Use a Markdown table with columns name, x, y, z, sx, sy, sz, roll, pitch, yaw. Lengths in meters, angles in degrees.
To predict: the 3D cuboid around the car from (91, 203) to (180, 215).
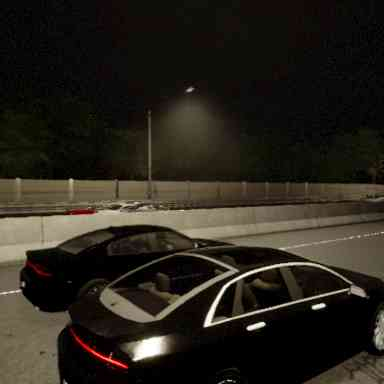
| name | x | y | z | sx | sy | sz | roll | pitch | yaw |
| --- | --- | --- | --- | --- | --- | --- | --- | --- | --- |
| car | -2.888 | 1.442 | 19.152 | 4.902 | 1.511 | 2.128 | 0 | 0 | -36 |

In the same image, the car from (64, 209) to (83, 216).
| name | x | y | z | sx | sy | sz | roll | pitch | yaw |
| --- | --- | --- | --- | --- | --- | --- | --- | --- | --- |
| car | -6.998 | 1.550 | 24.818 | 4.718 | 1.301 | 1.895 | 0 | 0 | -36 |

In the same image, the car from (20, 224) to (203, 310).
| name | x | y | z | sx | sy | sz | roll | pitch | yaw |
| --- | --- | --- | --- | --- | --- | --- | --- | --- | --- |
| car | -0.979 | 1.458 | 7.356 | 5.008 | 1.535 | 1.882 | 0 | 0 | -36 |

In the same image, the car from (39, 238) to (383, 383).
| name | x | y | z | sx | sy | sz | roll | pitch | yaw |
| --- | --- | --- | --- | --- | --- | --- | --- | --- | --- |
| car | 0.862 | 1.487 | 4.369 | 4.892 | 1.490 | 1.837 | 0 | 0 | -36 |

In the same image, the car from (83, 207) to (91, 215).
| name | x | y | z | sx | sy | sz | roll | pitch | yaw |
| --- | --- | --- | --- | --- | --- | --- | --- | --- | --- |
| car | -4.495 | 1.472 | 22.305 | 4.674 | 1.442 | 1.812 | 0 | 0 | -36 |

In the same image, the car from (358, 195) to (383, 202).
| name | x | y | z | sx | sy | sz | roll | pitch | yaw |
| --- | --- | --- | --- | --- | --- | --- | --- | --- | --- |
| car | 26.041 | 1.227 | 48.450 | 4.674 | 1.442 | 1.812 | 0 | 0 | -35 |
